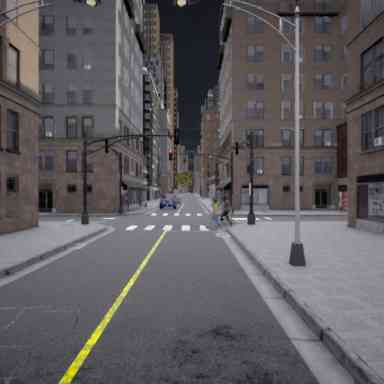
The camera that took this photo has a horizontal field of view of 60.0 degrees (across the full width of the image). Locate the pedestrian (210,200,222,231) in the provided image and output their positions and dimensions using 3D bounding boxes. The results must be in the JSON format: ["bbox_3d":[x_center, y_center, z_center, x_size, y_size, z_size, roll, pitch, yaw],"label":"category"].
[{"bbox_3d":[1.361,1.297,19.260,0.375,1.860,0.375,0,0,0],"label":"pedestrian"}]

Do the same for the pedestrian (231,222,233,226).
[{"bbox_3d":[2.150,1.147,20.475,0.375,1.860,0.375,0,0,0],"label":"pedestrian"}]

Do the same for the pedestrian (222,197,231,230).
[{"bbox_3d":[1.965,1.153,19.800,0.375,1.860,0.375,0,0,0],"label":"pedestrian"}]

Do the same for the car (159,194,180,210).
[{"bbox_3d":[-3.131,1.237,44.548,2.150,2.045,5.566,0,0,0],"label":"car"}]
